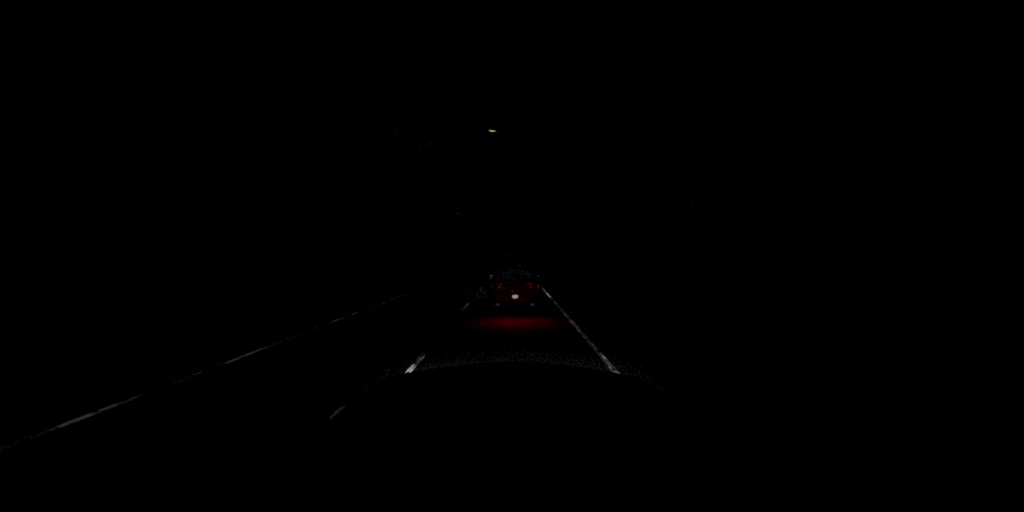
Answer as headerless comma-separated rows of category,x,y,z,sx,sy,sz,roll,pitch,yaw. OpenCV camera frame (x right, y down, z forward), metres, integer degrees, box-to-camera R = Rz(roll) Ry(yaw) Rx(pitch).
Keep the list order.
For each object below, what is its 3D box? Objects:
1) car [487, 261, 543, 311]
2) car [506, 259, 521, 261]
car,0.101,1.132,14.034,1.882,1.535,5.008,0,0,0
car,0.107,1.004,32.599,2.128,1.511,4.902,0,0,0
